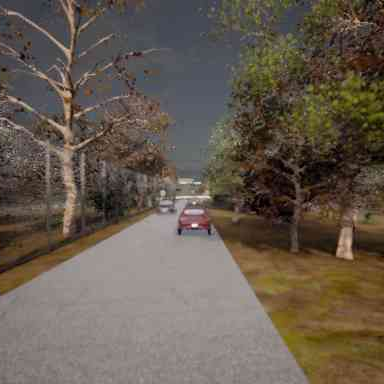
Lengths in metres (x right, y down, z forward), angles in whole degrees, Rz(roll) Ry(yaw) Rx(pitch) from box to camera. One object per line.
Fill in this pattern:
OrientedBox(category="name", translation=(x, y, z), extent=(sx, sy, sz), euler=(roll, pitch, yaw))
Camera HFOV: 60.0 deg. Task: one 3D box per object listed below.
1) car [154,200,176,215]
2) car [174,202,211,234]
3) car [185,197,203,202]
OrientedBox(category="car", translation=(-2.677, 1.564, 35.093), extent=(1.812, 1.442, 4.674), euler=(0, 0, 1))
OrientedBox(category="car", translation=(0.141, 1.547, 19.365), extent=(1.812, 1.442, 4.674), euler=(0, 0, 0))
OrientedBox(category="car", translation=(0.250, 1.398, 41.317), extent=(2.097, 1.767, 4.553), euler=(0, 0, 0))
